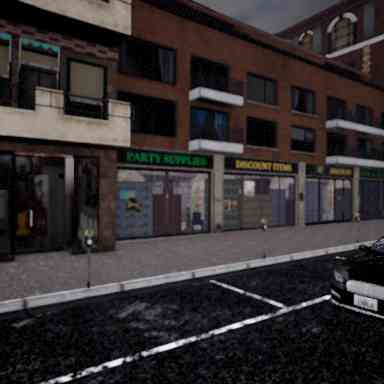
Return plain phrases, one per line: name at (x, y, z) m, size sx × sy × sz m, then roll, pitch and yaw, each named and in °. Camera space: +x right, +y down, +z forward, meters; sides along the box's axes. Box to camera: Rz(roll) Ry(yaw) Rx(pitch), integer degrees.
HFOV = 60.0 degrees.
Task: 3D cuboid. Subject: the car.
car at (4.777, 1.508, 6.736) m, size 4.902 × 1.511 × 2.128 m, roll 0°, pitch 0°, yaw -35°
